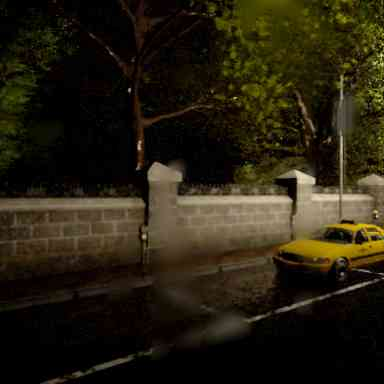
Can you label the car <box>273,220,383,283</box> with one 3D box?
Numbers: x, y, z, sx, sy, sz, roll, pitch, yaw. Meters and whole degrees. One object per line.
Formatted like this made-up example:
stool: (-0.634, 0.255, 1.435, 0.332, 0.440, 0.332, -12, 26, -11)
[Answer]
car: (4.409, 1.520, 9.696, 4.829, 1.417, 1.752, 0, 0, -35)
